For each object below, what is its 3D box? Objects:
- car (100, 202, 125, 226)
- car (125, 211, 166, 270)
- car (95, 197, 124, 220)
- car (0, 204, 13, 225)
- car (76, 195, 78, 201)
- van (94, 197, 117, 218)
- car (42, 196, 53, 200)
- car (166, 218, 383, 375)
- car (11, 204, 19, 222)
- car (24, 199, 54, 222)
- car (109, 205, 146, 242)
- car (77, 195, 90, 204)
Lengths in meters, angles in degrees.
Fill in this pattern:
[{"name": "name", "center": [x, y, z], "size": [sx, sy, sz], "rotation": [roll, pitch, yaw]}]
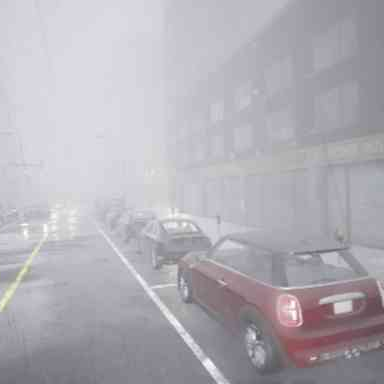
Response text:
[{"name": "car", "center": [-4.509, 1.594, 21.313], "size": [1.947, 1.339, 4.313], "rotation": [-2, 0, -20]}, {"name": "car", "center": [-0.758, 1.523, 10.923], "size": [2.008, 1.369, 4.403], "rotation": [-2, 0, -20]}, {"name": "car", "center": [-6.392, 1.371, 26.508], "size": [2.192, 1.841, 5.009], "rotation": [-2, 0, -20]}, {"name": "car", "center": [-14.399, 1.851, 23.607], "size": [1.947, 1.339, 4.313], "rotation": [-2, 0, -20]}, {"name": "car", "center": [-27.507, 1.998, 83.439], "size": [1.802, 1.307, 4.206], "rotation": [-2, 0, -21]}, {"name": "van", "center": [-8.267, 1.425, 31.703], "size": [1.690, 1.788, 3.998], "rotation": [-2, 0, -20]}, {"name": "car", "center": [-35.464, 2.085, 80.375], "size": [1.967, 1.590, 4.097], "rotation": [-2, 0, -21]}, {"name": "car", "center": [1.115, 1.384, 5.727], "size": [1.967, 1.590, 4.097], "rotation": [-2, 0, -20]}, {"name": "car", "center": [-16.279, 1.754, 28.803], "size": [1.967, 1.590, 4.097], "rotation": [-2, 0, -20]}, {"name": "car", "center": [-13.852, 1.720, 29.938], "size": [1.882, 1.535, 5.008], "rotation": [-2, 0, -20]}, {"name": "car", "center": [-2.633, 1.551, 16.118], "size": [2.008, 1.369, 4.403], "rotation": [-2, 0, -20]}, {"name": "car", "center": [-23.438, 1.781, 72.887], "size": [1.967, 1.590, 4.097], "rotation": [-2, 0, -21]}]
